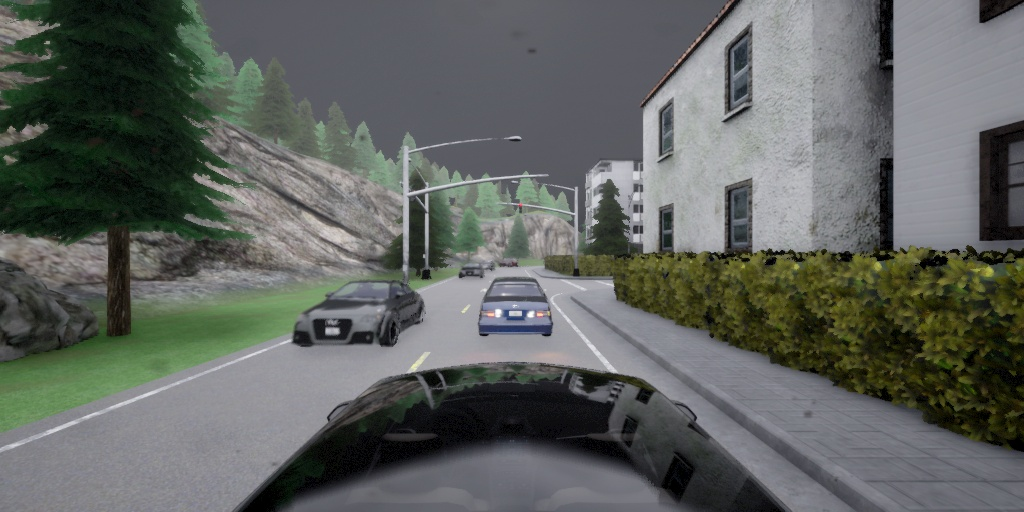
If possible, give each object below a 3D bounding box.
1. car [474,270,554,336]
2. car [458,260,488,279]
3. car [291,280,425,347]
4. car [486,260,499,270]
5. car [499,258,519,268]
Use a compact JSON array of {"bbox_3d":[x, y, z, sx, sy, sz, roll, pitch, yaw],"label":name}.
[{"bbox_3d":[0.088,1.297,10.313,2.033,1.411,5.357,0,0,0],"label":"car"},{"bbox_3d":[-3.541,1.314,32.037,1.994,1.385,4.181,0,0,0],"label":"car"},{"bbox_3d":[-3.594,1.314,9.158,1.994,1.385,4.181,0,0,0],"label":"car"},{"bbox_3d":[-3.289,1.240,46.907,2.128,1.511,4.902,0,0,3],"label":"car"},{"bbox_3d":[-0.614,1.103,60.520,2.097,1.767,4.553,0,0,25],"label":"car"}]
